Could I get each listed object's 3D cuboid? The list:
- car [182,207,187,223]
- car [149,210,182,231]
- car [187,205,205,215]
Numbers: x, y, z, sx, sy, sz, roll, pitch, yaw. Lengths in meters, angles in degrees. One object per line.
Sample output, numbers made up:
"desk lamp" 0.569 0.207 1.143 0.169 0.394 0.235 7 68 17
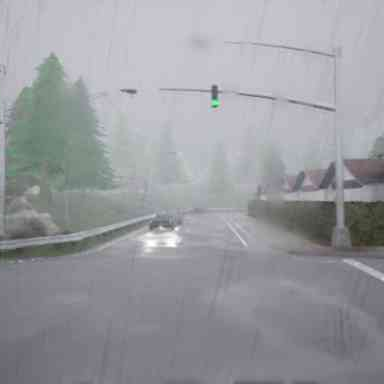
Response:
"car" -1.848 2.345 31.102 1.994 1.385 4.181 -1 -1 3
"car" -2.175 2.277 26.468 1.895 1.301 4.718 -1 -1 3
"car" 0.236 2.717 50.892 2.128 1.511 4.902 -2 -2 29
